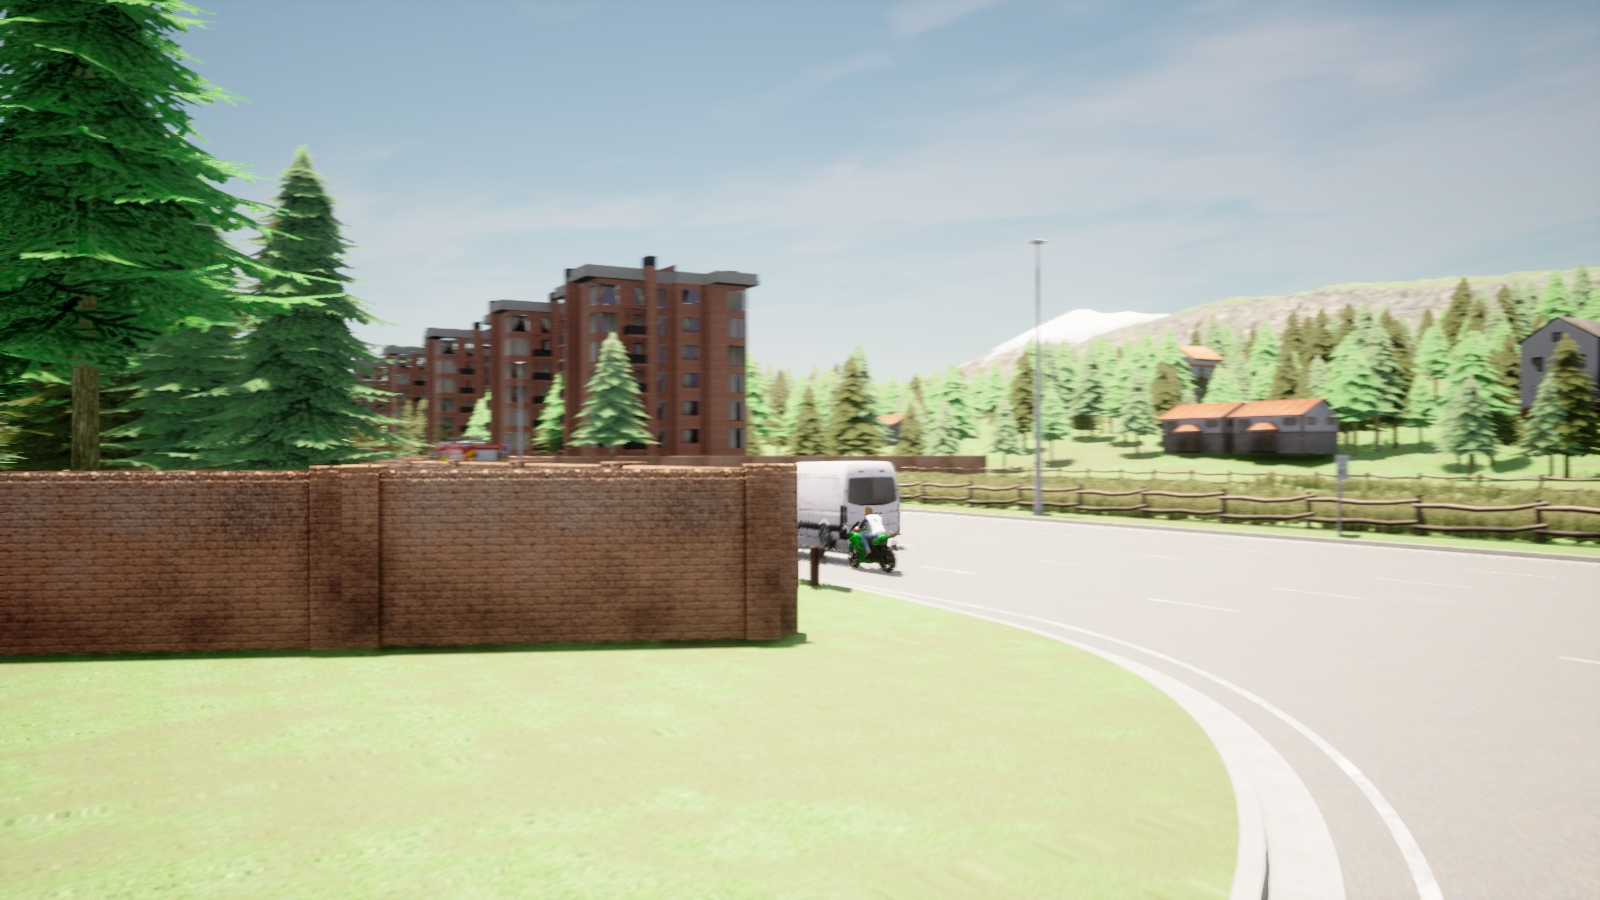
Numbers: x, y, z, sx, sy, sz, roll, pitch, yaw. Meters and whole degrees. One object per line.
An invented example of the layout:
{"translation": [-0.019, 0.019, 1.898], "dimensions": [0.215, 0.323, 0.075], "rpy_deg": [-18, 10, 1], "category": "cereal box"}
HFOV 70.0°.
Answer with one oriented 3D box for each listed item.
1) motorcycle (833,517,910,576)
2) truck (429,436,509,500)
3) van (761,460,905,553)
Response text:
{"translation": [1.667, 2.251, 26.988], "dimensions": [0.803, 1.199, 2.033], "rpy_deg": [0, 0, -30], "category": "motorcycle"}
{"translation": [-21.273, 1.110, 73.127], "dimensions": [2.891, 3.827, 8.468], "rpy_deg": [0, 0, -30], "category": "truck"}
{"translation": [0.877, 1.622, 35.396], "dimensions": [1.988, 2.561, 5.915], "rpy_deg": [-1, 0, -25], "category": "van"}
